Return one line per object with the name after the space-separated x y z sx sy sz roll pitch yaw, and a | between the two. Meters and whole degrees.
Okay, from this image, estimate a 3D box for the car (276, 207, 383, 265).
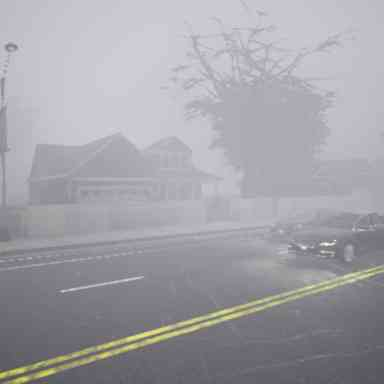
5.360 1.416 11.511 4.892 1.490 1.837 -1 0 -36 | car

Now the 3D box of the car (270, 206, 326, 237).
5.753 1.415 15.784 4.674 1.442 1.812 -1 0 -36 | car
